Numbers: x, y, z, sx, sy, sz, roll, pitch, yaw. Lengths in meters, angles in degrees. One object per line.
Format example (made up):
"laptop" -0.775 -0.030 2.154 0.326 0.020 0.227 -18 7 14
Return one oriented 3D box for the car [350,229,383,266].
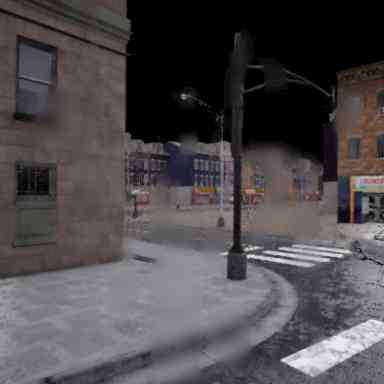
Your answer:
"car" 6.356 1.668 9.664 1.895 1.301 4.718 0 0 5
